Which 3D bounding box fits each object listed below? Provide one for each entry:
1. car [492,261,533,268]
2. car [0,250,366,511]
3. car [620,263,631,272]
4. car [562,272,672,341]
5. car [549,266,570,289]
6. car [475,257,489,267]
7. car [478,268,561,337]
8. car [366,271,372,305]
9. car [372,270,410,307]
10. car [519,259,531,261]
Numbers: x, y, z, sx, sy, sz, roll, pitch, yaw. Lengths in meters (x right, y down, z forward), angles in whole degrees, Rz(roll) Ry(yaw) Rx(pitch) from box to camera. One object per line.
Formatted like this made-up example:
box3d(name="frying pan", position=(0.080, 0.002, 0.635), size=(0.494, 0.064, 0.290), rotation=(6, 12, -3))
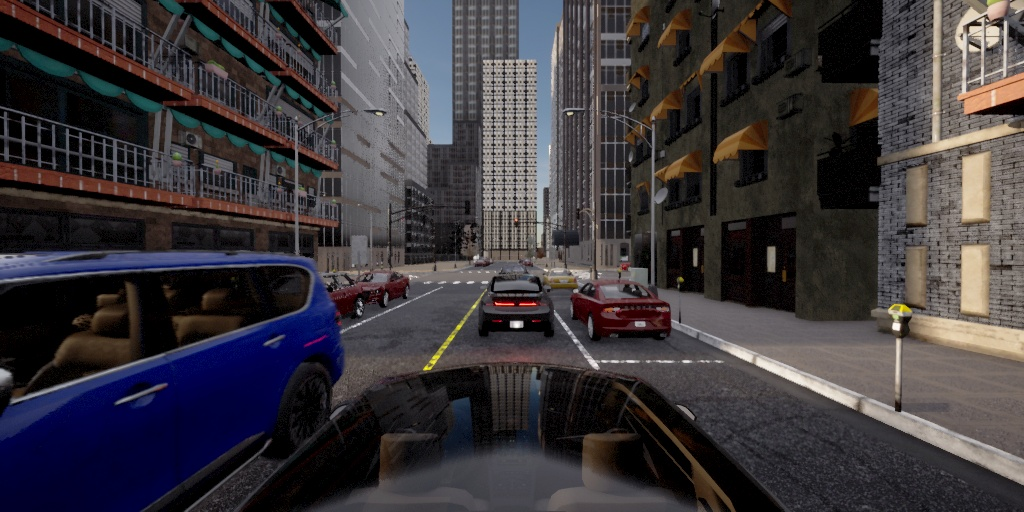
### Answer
box3d(name="car", position=(0.116, 1.239, 20.433), size=(2.128, 1.511, 4.902), rotation=(0, 0, 0))
box3d(name="car", position=(-3.099, 0.971, 2.107), size=(2.150, 2.045, 5.566), rotation=(0, 0, 0))
box3d(name="car", position=(14.299, 1.005, 39.926), size=(4.507, 1.381, 1.888), rotation=(0, 0, 0))
box3d(name="car", position=(2.697, 1.294, 9.748), size=(1.888, 1.381, 4.507), rotation=(0, 0, 0))
box3d(name="car", position=(2.707, 1.272, 20.965), size=(1.751, 1.417, 4.829), rotation=(0, 0, 0))
box3d(name="car", position=(-5.631, 1.291, 64.330), size=(1.888, 1.381, 4.507), rotation=(0, 0, 0))
box3d(name="car", position=(0.108, 1.253, 10.299), size=(1.837, 1.490, 4.892), rotation=(0, 0, 0))
box3d(name="car", position=(-5.684, 1.188, 9.770), size=(1.967, 1.591, 4.097), rotation=(0, 0, 0))
box3d(name="car", position=(-5.679, 1.293, 15.294), size=(1.888, 1.381, 4.507), rotation=(0, 0, 0))
box3d(name="car", position=(2.749, 1.186, 64.321), size=(1.967, 1.591, 4.097), rotation=(0, 0, 0))
